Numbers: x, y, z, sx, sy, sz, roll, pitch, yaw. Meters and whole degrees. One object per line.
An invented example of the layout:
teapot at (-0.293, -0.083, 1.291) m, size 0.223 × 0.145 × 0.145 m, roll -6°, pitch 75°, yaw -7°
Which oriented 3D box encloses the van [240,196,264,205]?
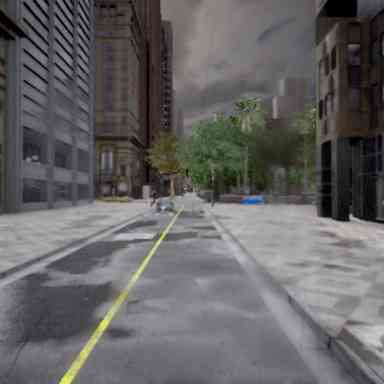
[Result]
van at (11.918, 1.709, 65.015) m, size 3.998 × 1.788 × 1.690 m, roll 1°, pitch -1°, yaw 0°

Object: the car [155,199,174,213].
car at (-3.070, 1.570, 38.193) m, size 2.128 × 1.511 × 4.902 m, roll 0°, pitch 0°, yaw 0°

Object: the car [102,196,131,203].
car at (-15.003, 1.452, 65.129) m, size 4.829 × 1.417 × 1.752 m, roll 1°, pitch -1°, yaw 0°

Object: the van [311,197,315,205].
van at (28.514, 2.052, 73.467) m, size 3.998 × 1.788 × 1.690 m, roll 1°, pitch -1°, yaw 0°

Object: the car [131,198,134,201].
car at (-15.316, 1.517, 73.655) m, size 4.829 × 1.417 × 1.752 m, roll 1°, pitch -1°, yaw 0°

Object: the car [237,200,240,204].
car at (11.940, 2.021, 73.534) m, size 4.206 × 1.307 × 1.802 m, roll 1°, pitch -1°, yaw 0°
